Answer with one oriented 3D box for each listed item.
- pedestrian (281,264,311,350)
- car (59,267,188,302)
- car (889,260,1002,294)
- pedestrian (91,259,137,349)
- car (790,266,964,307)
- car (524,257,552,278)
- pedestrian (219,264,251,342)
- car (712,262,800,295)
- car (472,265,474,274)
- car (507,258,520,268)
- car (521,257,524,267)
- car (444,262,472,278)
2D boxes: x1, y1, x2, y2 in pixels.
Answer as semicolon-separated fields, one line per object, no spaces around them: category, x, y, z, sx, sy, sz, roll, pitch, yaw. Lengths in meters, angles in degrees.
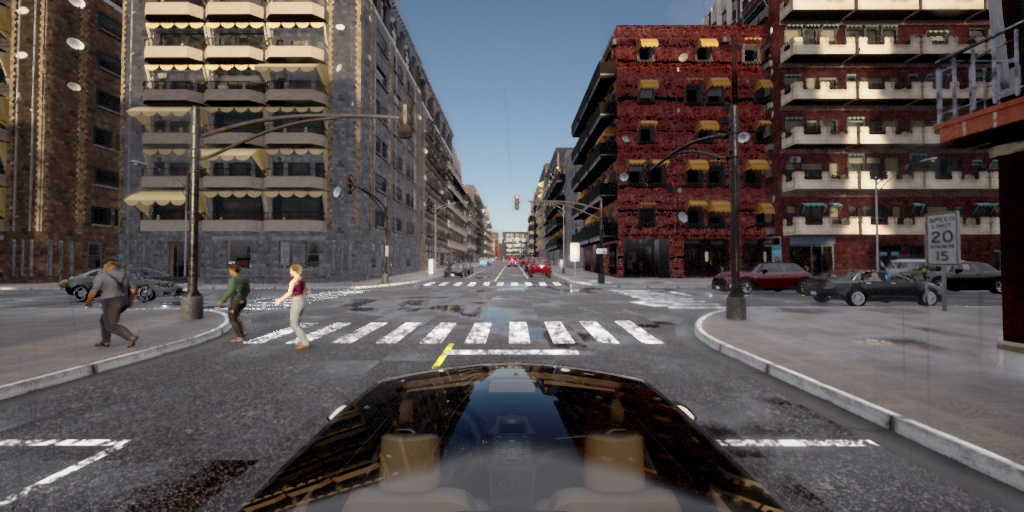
pedestrian;-4.592;1.047;7.688;0.375;1.860;0.375;1;-1;0
car;-17.244;1.265;16.355;4.902;1.511;2.128;0;-1;2
car;23.085;1.075;19.145;4.553;1.767;2.097;0;-1;0
pedestrian;-7.867;0.894;7.092;0.375;1.860;0.375;1;-1;0
car;13.759;1.182;13.746;4.403;1.370;2.007;0;0;0
car;2.604;1.069;34.053;2.192;1.841;5.009;0;0;0
pedestrian;-6.356;1.043;8.290;0.375;1.860;0.375;1;-1;0
car;13.236;1.097;19.158;4.553;1.767;2.097;0;-1;-1
car;-5.271;1.323;39.578;1.948;1.339;4.313;0;0;0
car;0.072;1.410;63.670;1.895;1.301;4.718;0;0;0
car;2.617;1.076;45.176;2.192;1.841;5.009;0;0;0
car;-5.277;1.321;34.017;1.948;1.339;4.313;0;0;0
